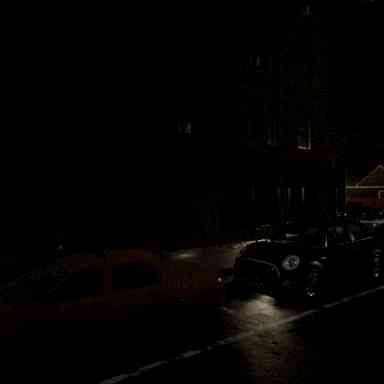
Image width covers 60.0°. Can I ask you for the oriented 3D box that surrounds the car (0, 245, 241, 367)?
[{"bbox_3d":[-1.681,1.525,4.986,4.829,1.417,1.752,0,0,-36],"label":"car"}]

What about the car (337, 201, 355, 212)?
[{"bbox_3d":[11.067,1.603,28.875,1.837,1.490,4.892,0,0,-33],"label":"car"}]

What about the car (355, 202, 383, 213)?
[{"bbox_3d":[14.375,1.594,29.816,1.837,1.490,4.892,0,0,-36],"label":"car"}]

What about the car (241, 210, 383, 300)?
[{"bbox_3d":[2.945,1.440,8.297,4.097,1.590,1.967,0,0,-36],"label":"car"}]
